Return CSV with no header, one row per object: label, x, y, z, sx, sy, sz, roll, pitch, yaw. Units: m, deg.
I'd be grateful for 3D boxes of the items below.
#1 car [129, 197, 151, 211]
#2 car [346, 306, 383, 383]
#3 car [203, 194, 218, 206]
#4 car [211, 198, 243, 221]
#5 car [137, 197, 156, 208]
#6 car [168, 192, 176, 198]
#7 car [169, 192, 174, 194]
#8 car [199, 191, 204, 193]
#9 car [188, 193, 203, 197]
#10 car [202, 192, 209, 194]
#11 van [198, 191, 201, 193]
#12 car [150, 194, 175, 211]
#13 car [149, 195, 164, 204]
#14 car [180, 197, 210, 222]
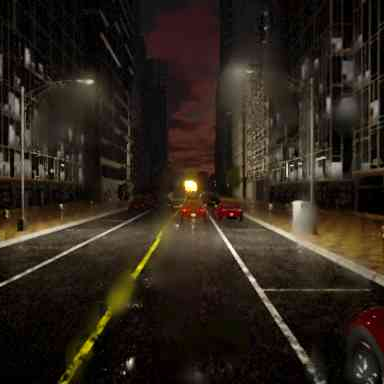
car,-5.684,1.285,36.310,1.887,1.381,4.507,0,0,0
car,2.691,1.425,2.147,1.967,1.590,4.097,0,0,0
car,2.697,1.261,41.994,1.947,1.339,4.313,0,0,0
car,2.695,1.371,24.918,1.887,1.381,4.507,0,0,0
car,-5.683,1.278,42.003,1.802,1.307,4.206,0,0,0
car,-5.676,0.818,93.235,2.008,1.369,4.403,0,1,0
car,-5.677,0.845,87.372,1.752,1.417,4.829,0,1,0
car,2.701,1.079,64.762,1.947,1.339,4.313,0,0,0
car,0.105,1.207,41.123,1.837,1.490,4.892,0,0,0
car,2.699,1.171,53.378,1.947,1.339,4.313,0,0,0
van,2.702,0.806,70.454,1.690,1.788,3.998,0,0,0
car,-2.996,1.286,36.485,2.033,1.411,5.357,0,0,0
car,-5.681,1.151,53.387,1.887,1.381,4.507,0,0,0
car,0.102,1.356,24.416,1.812,1.442,4.674,0,0,0
